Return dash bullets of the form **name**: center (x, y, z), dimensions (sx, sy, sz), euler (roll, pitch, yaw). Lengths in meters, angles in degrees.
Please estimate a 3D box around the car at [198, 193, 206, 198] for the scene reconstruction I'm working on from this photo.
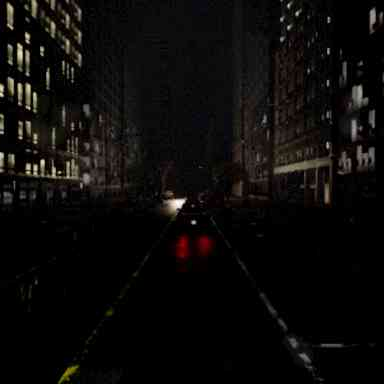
- **car**: center (2.665, 0.956, 89.126), dimensions (2.008, 1.369, 4.403), euler (-1, 0, 0)

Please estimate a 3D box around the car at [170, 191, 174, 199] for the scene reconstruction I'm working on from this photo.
- **car**: center (-5.714, 0.924, 77.757), dimensions (1.967, 1.590, 4.097), euler (-1, 0, 0)

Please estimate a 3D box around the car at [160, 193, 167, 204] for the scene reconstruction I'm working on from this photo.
- **car**: center (-5.709, 1.203, 55.024), dimensions (1.947, 1.339, 4.313), euler (-1, 0, 0)

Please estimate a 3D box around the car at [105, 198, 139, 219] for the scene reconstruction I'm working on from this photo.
- **car**: center (-5.703, 1.407, 26.606), dimensions (1.802, 1.307, 4.206), euler (-1, 0, 0)

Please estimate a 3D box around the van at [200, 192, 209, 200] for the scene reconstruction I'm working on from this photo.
- **van**: center (2.666, 0.863, 72.074), dimensions (1.690, 1.788, 3.998), euler (-1, 0, 0)

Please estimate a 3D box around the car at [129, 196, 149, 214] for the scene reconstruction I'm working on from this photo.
- **car**: center (-5.706, 1.228, 32.288), dimensions (1.967, 1.590, 4.097), euler (-1, 0, 0)

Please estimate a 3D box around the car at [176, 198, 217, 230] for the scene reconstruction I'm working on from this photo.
- **car**: center (0.094, 1.361, 19.824), dimensions (2.128, 1.511, 4.902), euler (0, 0, 0)

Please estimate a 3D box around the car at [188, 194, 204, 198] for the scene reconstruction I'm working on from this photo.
- **car**: center (0.093, 1.282, 36.954), dimensions (1.812, 1.442, 4.674), euler (0, 0, 0)

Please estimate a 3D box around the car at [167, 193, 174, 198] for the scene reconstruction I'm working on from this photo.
- **car**: center (-5.715, 0.988, 89.125), dimensions (1.802, 1.307, 4.206), euler (-1, 0, 0)

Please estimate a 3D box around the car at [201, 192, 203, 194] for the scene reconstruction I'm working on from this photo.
- **car**: center (2.671, 1.027, 43.657), dimensions (2.192, 1.841, 5.009), euler (-1, 0, 0)

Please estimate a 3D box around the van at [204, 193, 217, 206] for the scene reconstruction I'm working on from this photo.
- **van**: center (2.671, 1.015, 49.340), dimensions (1.690, 1.788, 3.998), euler (-1, 0, 0)

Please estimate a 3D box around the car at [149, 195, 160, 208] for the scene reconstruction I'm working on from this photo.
- **car**: center (-5.707, 1.239, 43.486), dimensions (1.752, 1.417, 4.829), euler (-1, 0, 0)

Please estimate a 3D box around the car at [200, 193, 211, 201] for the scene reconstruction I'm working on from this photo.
- **car**: center (2.668, 1.000, 66.391), dimensions (1.967, 1.590, 4.097), euler (-1, 0, 0)

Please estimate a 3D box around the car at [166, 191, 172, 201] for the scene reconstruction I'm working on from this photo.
- **car**: center (-5.711, 1.111, 66.391), dimensions (2.008, 1.369, 4.403), euler (-1, 0, 0)

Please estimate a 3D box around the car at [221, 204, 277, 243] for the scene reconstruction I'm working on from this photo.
- **car**: center (2.679, 1.450, 15.240), dimensions (2.008, 1.369, 4.403), euler (-1, 0, 0)

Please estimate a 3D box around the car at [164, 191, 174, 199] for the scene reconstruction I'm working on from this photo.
- **car**: center (-5.716, 0.760, 83.439), dimensions (2.192, 1.841, 5.009), euler (-1, 0, 0)

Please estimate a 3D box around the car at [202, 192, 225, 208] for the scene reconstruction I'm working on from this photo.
- **car**: center (2.672, 1.065, 37.973), dimensions (2.192, 1.841, 5.009), euler (-1, 0, 0)

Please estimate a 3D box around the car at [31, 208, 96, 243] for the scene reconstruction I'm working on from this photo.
- **car**: center (-5.701, 1.451, 15.238), dimensions (2.008, 1.369, 4.403), euler (-1, 0, 0)
